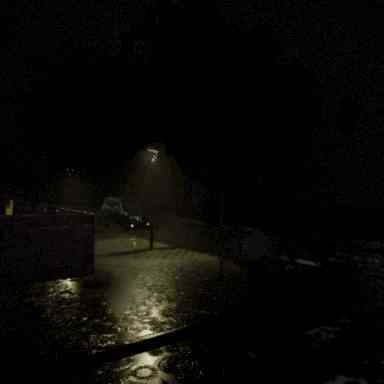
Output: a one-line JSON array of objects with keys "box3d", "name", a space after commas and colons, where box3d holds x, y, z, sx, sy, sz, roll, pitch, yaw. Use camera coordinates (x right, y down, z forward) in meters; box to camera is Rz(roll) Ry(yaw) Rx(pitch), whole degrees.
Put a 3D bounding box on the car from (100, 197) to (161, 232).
[{"box3d": [-4.093, 1.403, 21.438, 2.150, 2.045, 5.566, 1, 1, -35], "name": "car"}]
